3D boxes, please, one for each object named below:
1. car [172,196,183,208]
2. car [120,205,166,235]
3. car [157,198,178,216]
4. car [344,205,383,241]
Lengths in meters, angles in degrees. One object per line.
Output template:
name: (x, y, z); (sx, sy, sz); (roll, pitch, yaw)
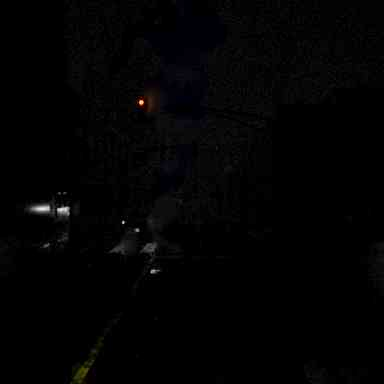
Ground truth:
car: (-2.721, 1.714, 59.841); (2.150, 2.045, 5.566); (0, -1, 0)
car: (-2.813, 1.675, 19.293); (1.895, 1.301, 4.718); (0, 0, 0)
car: (-2.792, 1.715, 35.776); (1.812, 1.442, 4.674); (0, 0, 0)
car: (10.842, 1.642, 17.862); (5.009, 1.841, 2.192); (1, -1, 0)
